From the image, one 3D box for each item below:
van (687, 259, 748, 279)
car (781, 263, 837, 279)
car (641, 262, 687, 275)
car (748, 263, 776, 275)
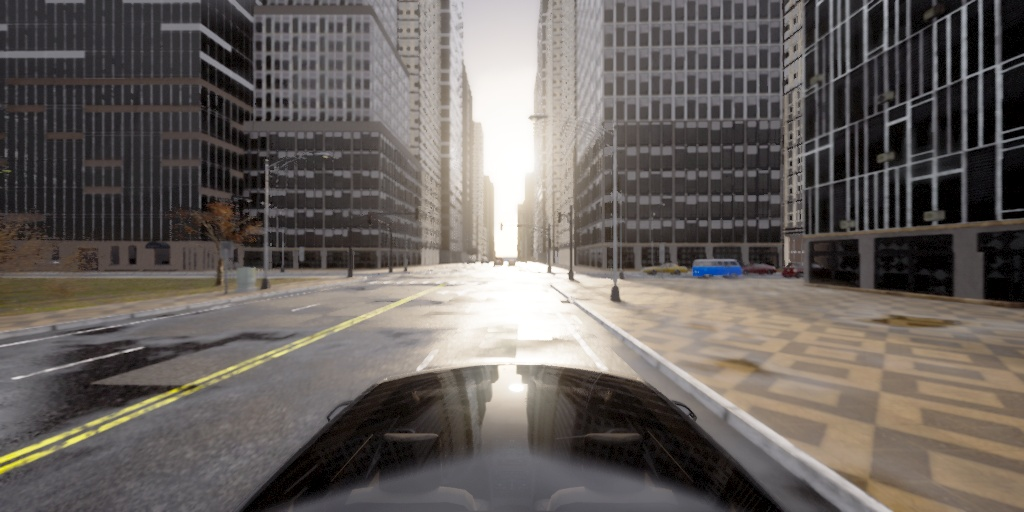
[{"bbox_3d":[18.352,1.199,32.138,3.998,1.789,1.690,0,0,2],"label":"van"},{"bbox_3d":[26.630,1.303,31.952,4.097,1.591,1.967,0,0,2],"label":"car"},{"bbox_3d":[17.079,1.398,40.309,4.829,1.417,1.751,0,0,2],"label":"car"},{"bbox_3d":[26.914,1.460,39.827,4.207,1.307,1.802,0,0,2],"label":"car"}]
